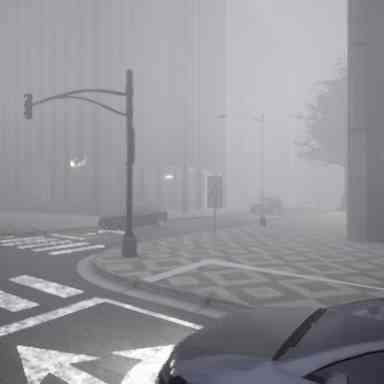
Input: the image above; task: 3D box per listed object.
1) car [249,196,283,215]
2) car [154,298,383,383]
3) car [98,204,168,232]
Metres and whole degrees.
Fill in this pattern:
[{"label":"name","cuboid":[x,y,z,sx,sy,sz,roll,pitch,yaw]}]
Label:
[{"label":"car","cuboid":[8.594,1.493,37.997,2.150,2.045,5.566,0,-1,36]},{"label":"car","cuboid":[1.692,1.564,2.478,4.181,1.385,1.994,0,0,36]},{"label":"car","cuboid":[-3.597,1.555,20.983,1.882,1.535,5.008,0,0,36]}]
